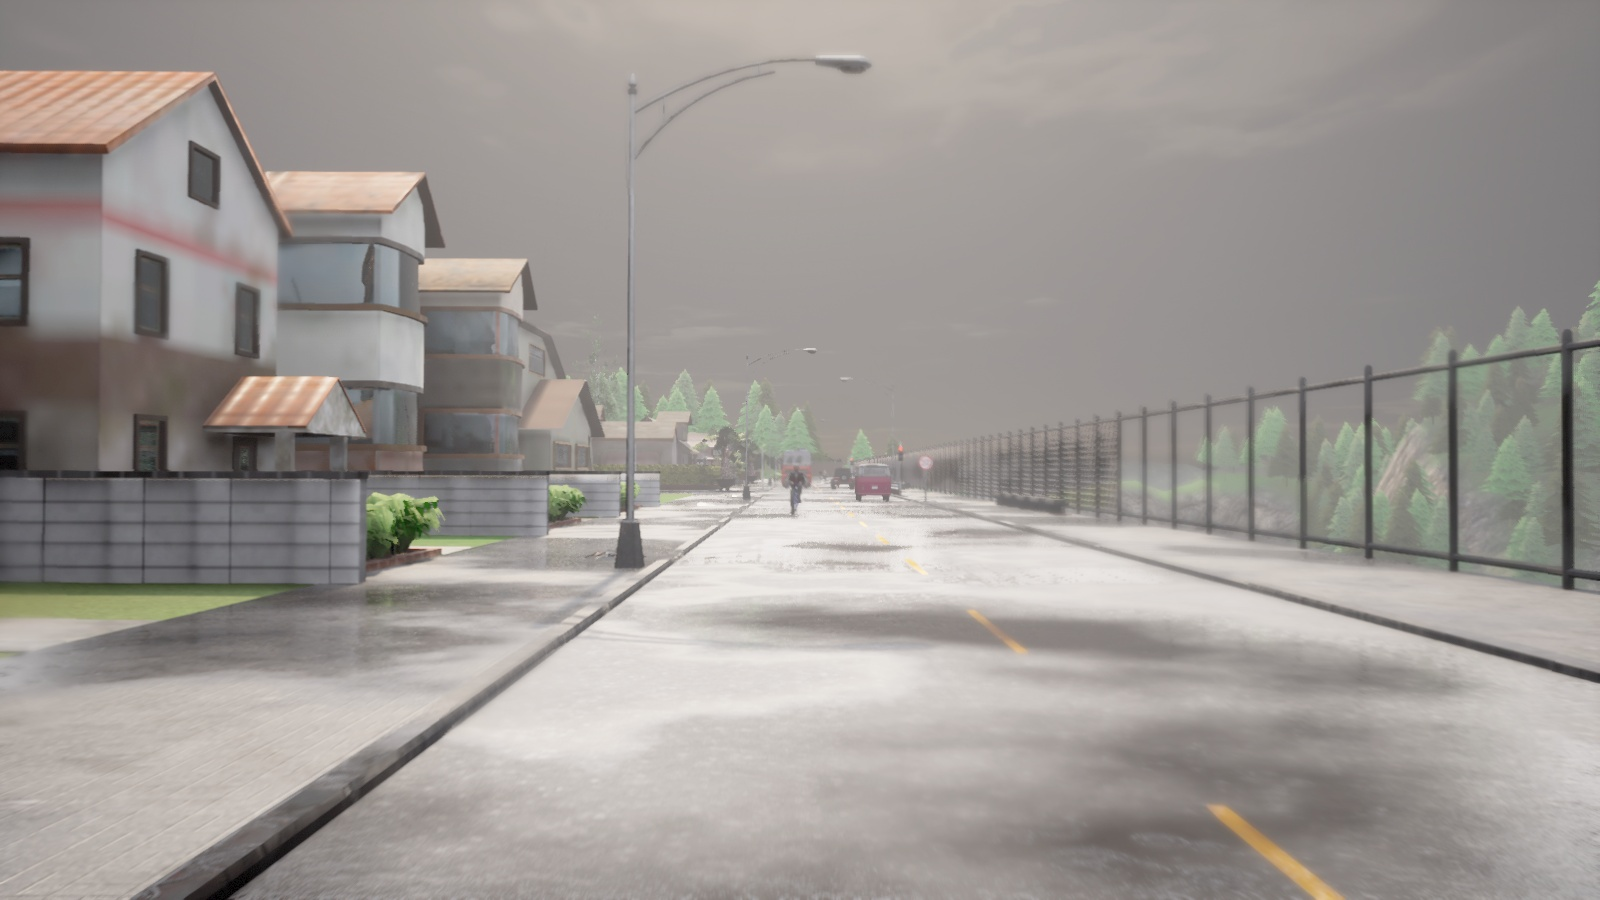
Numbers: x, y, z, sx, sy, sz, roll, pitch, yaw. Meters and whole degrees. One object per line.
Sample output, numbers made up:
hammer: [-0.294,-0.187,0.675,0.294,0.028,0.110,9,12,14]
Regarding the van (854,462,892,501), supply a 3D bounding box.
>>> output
van: [3.848,1.670,66.760,1.775,1.987,4.442,0,-1,0]
